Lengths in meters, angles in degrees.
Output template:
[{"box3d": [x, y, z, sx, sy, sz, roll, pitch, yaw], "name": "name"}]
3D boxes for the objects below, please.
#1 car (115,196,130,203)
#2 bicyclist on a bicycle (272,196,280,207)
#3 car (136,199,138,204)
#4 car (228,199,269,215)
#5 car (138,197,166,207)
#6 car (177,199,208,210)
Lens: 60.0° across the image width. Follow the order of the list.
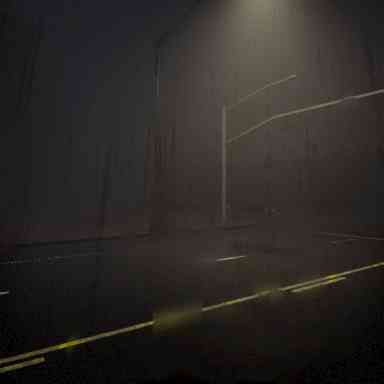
[{"box3d": [-14.451, 1.468, 69.080, 1.812, 1.442, 4.674, 0, 0, -36], "name": "car"}, {"box3d": [11.471, 1.303, 45.507, 1.656, 1.620, 0.582, 0, 0, -36], "name": "bicyclist on a bicycle"}, {"box3d": [-8.638, 1.564, 61.031, 1.994, 1.385, 4.181, 0, 0, -35], "name": "car"}, {"box3d": [5.830, 1.491, 34.508, 2.128, 1.511, 4.902, 0, 0, -36], "name": "car"}, {"box3d": [-5.821, 1.478, 50.833, 1.882, 1.535, 5.008, 0, 0, -35], "name": "car"}, {"box3d": [0.045, 1.601, 42.607, 1.895, 1.301, 4.718, 0, 0, -36], "name": "car"}]
